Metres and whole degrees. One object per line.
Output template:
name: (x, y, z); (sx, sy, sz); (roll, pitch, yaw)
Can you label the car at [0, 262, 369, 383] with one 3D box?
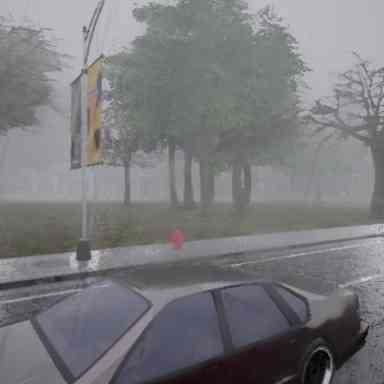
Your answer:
car: (-0.242, 1.561, 3.508); (5.357, 1.411, 2.033); (1, 0, -35)
